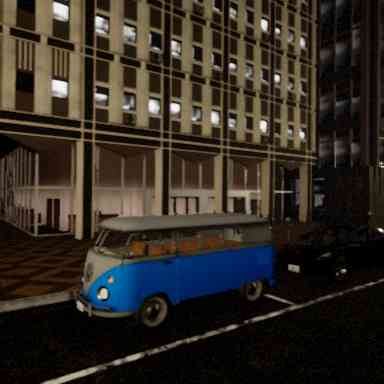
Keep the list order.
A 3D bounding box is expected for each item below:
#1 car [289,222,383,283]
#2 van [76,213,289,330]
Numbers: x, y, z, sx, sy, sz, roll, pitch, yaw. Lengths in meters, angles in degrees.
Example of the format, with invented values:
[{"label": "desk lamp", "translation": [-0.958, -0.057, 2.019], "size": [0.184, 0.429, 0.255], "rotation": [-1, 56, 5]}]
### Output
[{"label": "car", "translation": [4.416, 1.612, 9.882], "size": [4.313, 1.339, 1.947], "rotation": [0, 0, -36]}, {"label": "van", "translation": [-0.109, 1.360, 6.651], "size": [3.998, 1.788, 1.690], "rotation": [0, 0, -36]}]
